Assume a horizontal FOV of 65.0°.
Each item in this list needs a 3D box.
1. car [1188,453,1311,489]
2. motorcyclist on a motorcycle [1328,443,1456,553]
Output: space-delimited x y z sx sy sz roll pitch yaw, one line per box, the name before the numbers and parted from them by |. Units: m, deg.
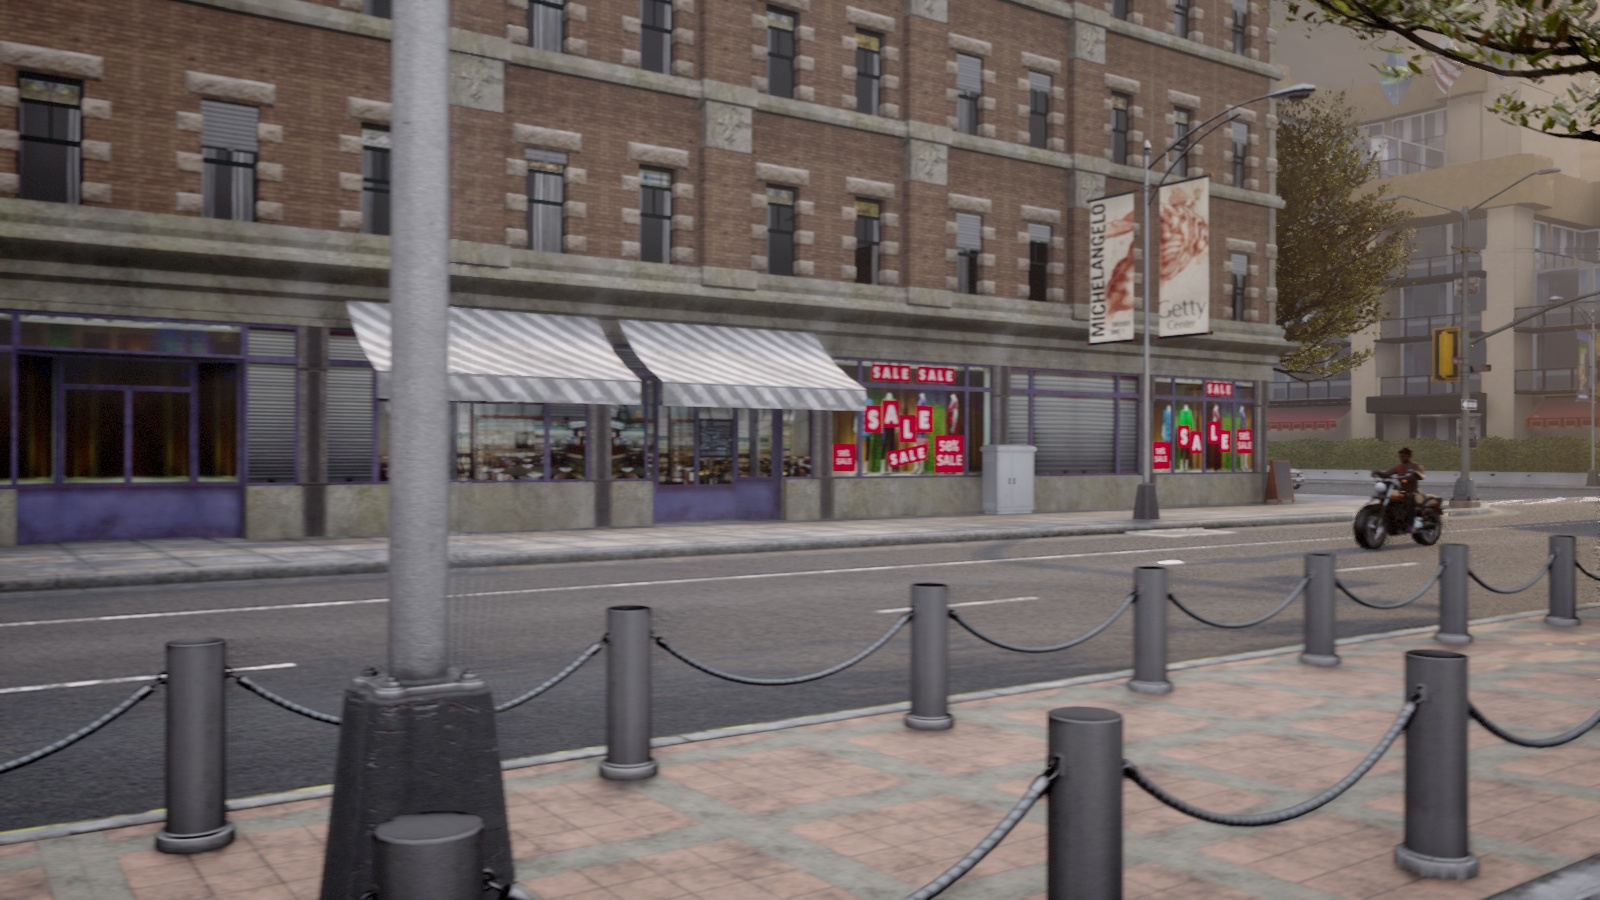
car | 18.755 0.860 52.585 1.812 1.442 4.674 0 0 -35
motorcyclist on a motorcycle | 9.436 0.724 19.971 2.350 1.649 0.766 0 0 -35
